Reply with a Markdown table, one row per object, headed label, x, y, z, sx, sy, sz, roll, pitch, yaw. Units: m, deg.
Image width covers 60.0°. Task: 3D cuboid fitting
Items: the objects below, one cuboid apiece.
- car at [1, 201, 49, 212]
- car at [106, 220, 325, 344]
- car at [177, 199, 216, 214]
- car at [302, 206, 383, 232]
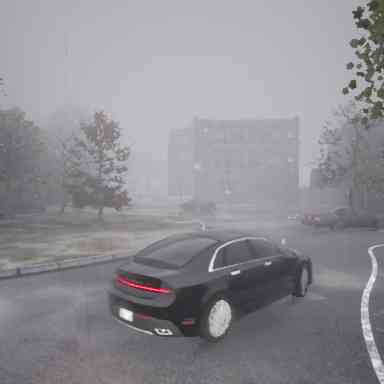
| label | x | y | z | sx | sy | sz | roll | pitch | yaw |
| --- | --- | --- | --- | --- | --- | --- | --- | --- | --- |
| car | -19.190 | 1.686 | 38.389 | 4.718 | 1.301 | 1.895 | 0 | 0 | -11 |
| car | 0.697 | 1.506 | 6.574 | 1.837 | 1.490 | 4.892 | 0 | 0 | 43 |
| car | 0.415 | 1.506 | 36.031 | 1.837 | 1.490 | 4.892 | 2 | -1 | -43 |
| car | 9.215 | 1.546 | 19.659 | 5.357 | 1.411 | 2.033 | 1 | 0 | -13 |
